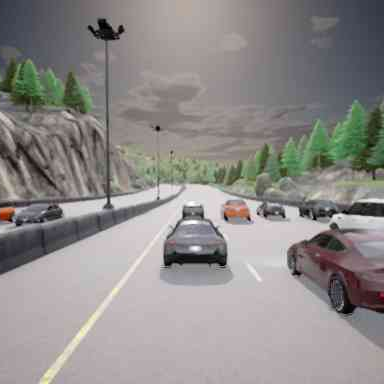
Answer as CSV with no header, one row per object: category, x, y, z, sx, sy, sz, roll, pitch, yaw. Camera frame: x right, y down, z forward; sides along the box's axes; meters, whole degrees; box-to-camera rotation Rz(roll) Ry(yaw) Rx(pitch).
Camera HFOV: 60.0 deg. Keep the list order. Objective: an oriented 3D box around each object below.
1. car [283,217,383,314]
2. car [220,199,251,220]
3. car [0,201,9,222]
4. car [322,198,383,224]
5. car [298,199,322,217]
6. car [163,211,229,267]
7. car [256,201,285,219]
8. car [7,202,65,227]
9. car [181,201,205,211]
car,3.598,1.538,7.477,1.812,1.442,4.674,0,0,0
car,3.591,1.397,28.206,2.097,1.767,4.553,0,0,0
car,-14.103,1.388,22.856,2.097,1.767,4.553,0,0,0
car,7.097,1.242,12.318,2.150,2.045,5.566,0,0,0
car,10.591,1.398,28.210,2.097,1.767,4.553,0,0,0
car,0.097,1.582,11.479,1.994,1.385,4.181,0,0,0
car,7.091,1.574,30.076,1.812,1.442,4.674,0,0,0
car,-10.603,1.543,23.479,1.837,1.490,4.892,0,0,0
car,0.091,1.538,29.059,2.128,1.511,4.902,0,0,0
